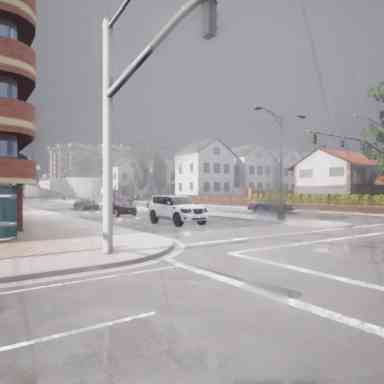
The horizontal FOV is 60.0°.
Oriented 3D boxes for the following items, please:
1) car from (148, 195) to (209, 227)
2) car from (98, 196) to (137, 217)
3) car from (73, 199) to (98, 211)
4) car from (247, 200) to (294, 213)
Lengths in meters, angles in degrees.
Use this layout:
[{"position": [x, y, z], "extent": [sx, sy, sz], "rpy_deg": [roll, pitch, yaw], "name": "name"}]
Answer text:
[{"position": [-1.111, 1.220, 23.468], "extent": [2.150, 2.045, 5.566], "rpy_deg": [0, 0, -35], "name": "car"}, {"position": [-7.013, 1.474, 32.010], "extent": [1.882, 1.535, 5.008], "rpy_deg": [0, 0, -34], "name": "car"}, {"position": [-13.053, 1.545, 40.772], "extent": [2.033, 1.411, 5.357], "rpy_deg": [0, 0, -35], "name": "car"}, {"position": [8.471, 1.543, 36.309], "extent": [2.033, 1.411, 5.357], "rpy_deg": [0, 0, -35], "name": "car"}]
